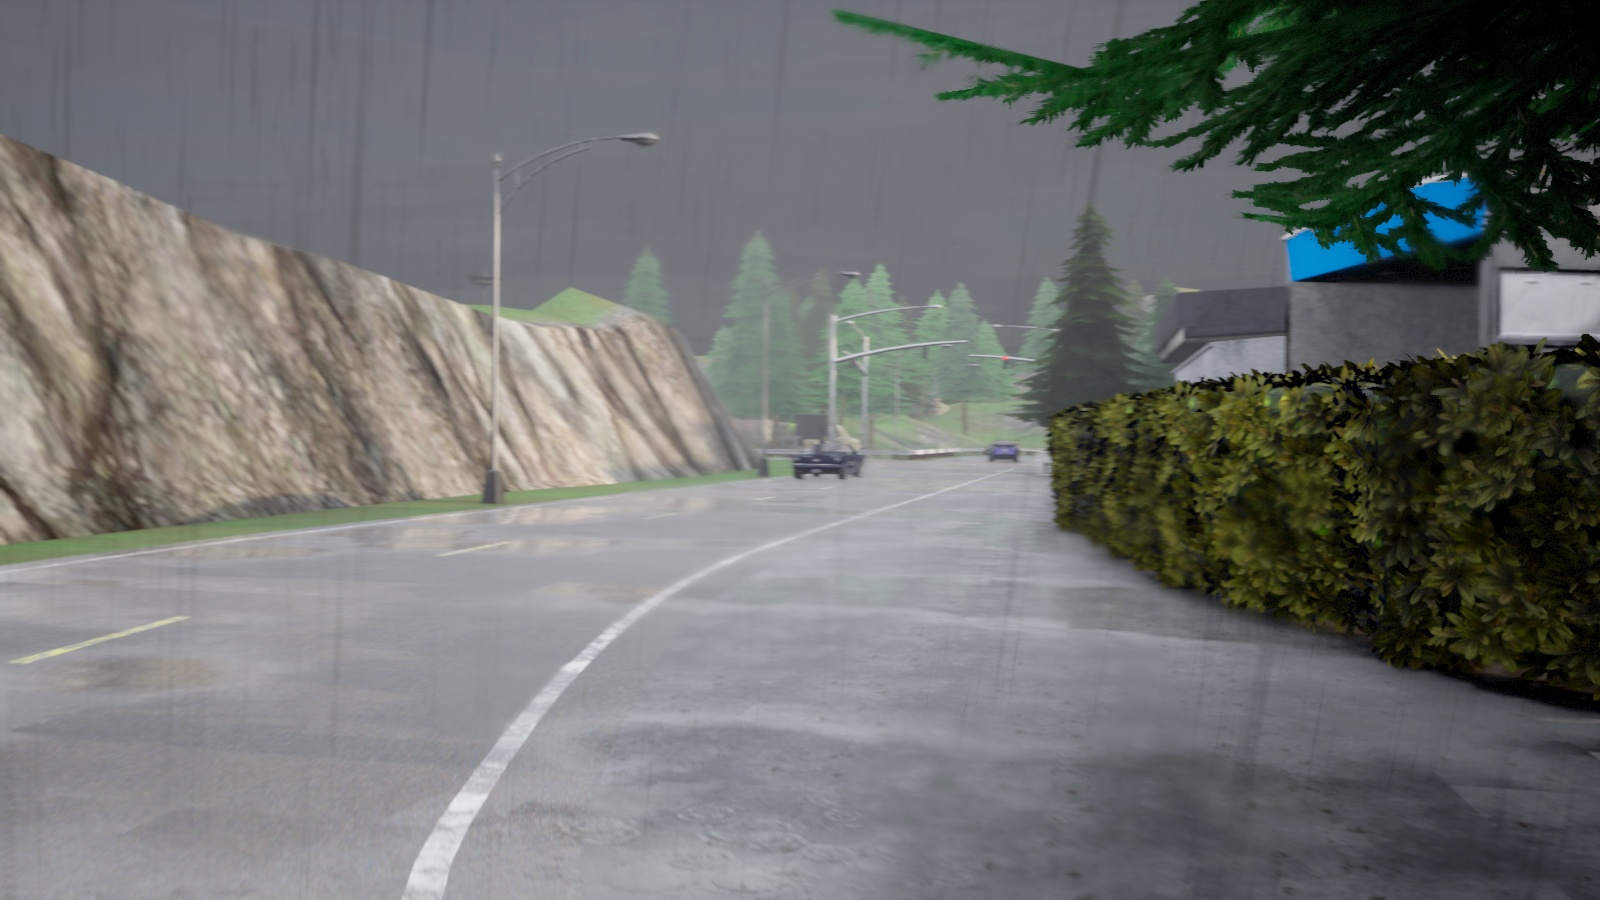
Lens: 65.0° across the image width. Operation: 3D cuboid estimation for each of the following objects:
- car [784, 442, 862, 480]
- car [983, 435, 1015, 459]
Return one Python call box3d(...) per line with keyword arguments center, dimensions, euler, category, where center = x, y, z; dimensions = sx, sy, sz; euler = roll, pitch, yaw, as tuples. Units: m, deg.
box3d(center=(0.913, 0.387, 46.164), dimensions=(1.895, 1.301, 4.718), euler=(0, 1, 13), category="car")
box3d(center=(13.222, -0.197, 83.587), dimensions=(2.007, 1.525, 4.514), euler=(0, 1, 8), category="car")
